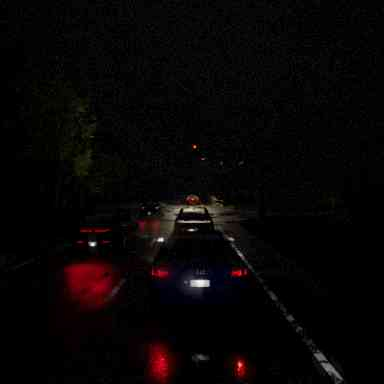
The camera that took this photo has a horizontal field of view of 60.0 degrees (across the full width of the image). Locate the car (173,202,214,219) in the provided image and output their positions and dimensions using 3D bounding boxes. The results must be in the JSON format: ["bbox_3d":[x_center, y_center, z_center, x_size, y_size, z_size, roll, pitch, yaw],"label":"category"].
[{"bbox_3d":[0.093,1.495,16.721,2.128,1.511,4.902,0,0,0],"label":"car"}]

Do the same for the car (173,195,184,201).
[{"bbox_3d":[-3.556,1.525,81.089,2.128,1.511,4.902,0,0,0],"label":"car"}]

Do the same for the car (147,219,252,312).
[{"bbox_3d":[0.103,1.566,7.818,1.994,1.385,4.181,0,0,-1],"label":"car"}]

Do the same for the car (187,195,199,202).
[{"bbox_3d":[0.098,1.356,58.833,2.097,1.767,4.553,0,0,-1],"label":"car"}]

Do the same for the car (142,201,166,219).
[{"bbox_3d":[-3.420,1.499,29.101,2.128,1.511,4.902,0,0,0],"label":"car"}]

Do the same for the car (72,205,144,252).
[{"bbox_3d":[-3.408,1.509,13.810,1.837,1.490,4.892,0,0,0],"label":"car"}]
